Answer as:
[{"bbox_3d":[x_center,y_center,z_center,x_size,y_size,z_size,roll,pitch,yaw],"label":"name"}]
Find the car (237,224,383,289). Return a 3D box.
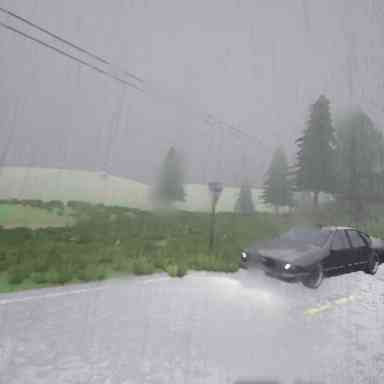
[{"bbox_3d":[3.810,1.675,9.740,5.357,1.411,2.033,2,1,-37],"label":"car"}]
